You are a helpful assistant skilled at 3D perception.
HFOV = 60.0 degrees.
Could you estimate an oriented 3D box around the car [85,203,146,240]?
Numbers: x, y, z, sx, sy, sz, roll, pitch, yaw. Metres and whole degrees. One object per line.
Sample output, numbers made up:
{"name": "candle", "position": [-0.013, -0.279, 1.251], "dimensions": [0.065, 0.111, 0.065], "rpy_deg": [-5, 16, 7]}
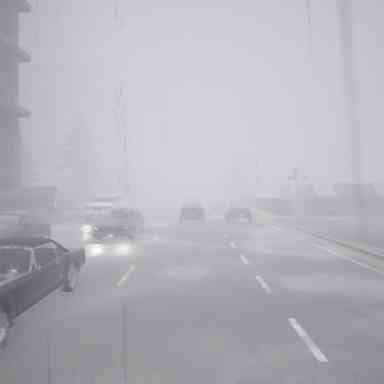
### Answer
{"name": "car", "position": [-3.602, 1.541, 17.377], "dimensions": [2.033, 1.411, 5.357], "rpy_deg": [0, 0, 0]}

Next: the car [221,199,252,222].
{"name": "car", "position": [3.544, 1.512, 26.113], "dimensions": [1.812, 1.442, 4.674], "rpy_deg": [0, 0, 0]}

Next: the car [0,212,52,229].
{"name": "car", "position": [-7.105, 1.523, 13.019], "dimensions": [1.812, 1.442, 4.674], "rpy_deg": [0, 0, 0]}

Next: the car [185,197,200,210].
{"name": "car", "position": [0.034, 1.485, 42.917], "dimensions": [1.837, 1.490, 4.892], "rpy_deg": [0, 0, 0]}

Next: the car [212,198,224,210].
{"name": "car", "position": [3.533, 1.505, 42.613], "dimensions": [1.812, 1.442, 4.674], "rpy_deg": [0, 0, 0]}

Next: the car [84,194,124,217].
{"name": "car", "position": [-7.038, 1.217, 27.257], "dimensions": [2.150, 2.045, 5.566], "rpy_deg": [0, 0, 0]}

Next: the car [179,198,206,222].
{"name": "car", "position": [0.041, 1.466, 25.951], "dimensions": [1.882, 1.535, 5.008], "rpy_deg": [0, 0, 0]}

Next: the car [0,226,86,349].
{"name": "car", "position": [-3.603, 1.600, 6.196], "dimensions": [1.895, 1.301, 4.718], "rpy_deg": [0, 0, 0]}
